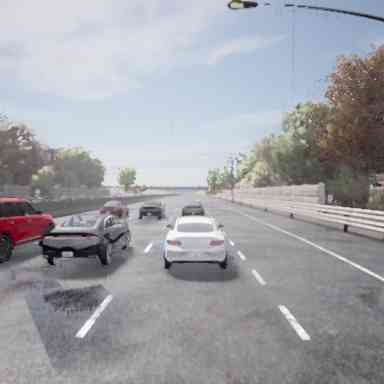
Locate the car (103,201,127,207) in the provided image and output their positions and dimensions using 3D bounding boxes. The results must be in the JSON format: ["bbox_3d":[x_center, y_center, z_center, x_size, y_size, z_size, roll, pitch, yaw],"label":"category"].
[{"bbox_3d":[-6.896,1.525,29.796,1.812,1.442,4.674,0,0,0],"label":"car"}]

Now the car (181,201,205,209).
[{"bbox_3d":[0.106,1.490,28.711,2.128,1.511,4.902,0,0,0],"label":"car"}]

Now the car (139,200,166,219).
[{"bbox_3d":[-3.395,1.504,28.787,1.837,1.490,4.892,0,0,0],"label":"car"}]

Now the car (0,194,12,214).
[{"bbox_3d":[-21.087,1.222,34.172,2.150,2.045,5.566,0,0,0],"label":"car"}]

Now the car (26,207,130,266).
[{"bbox_3d":[-3.398,1.488,11.513,2.128,1.511,4.902,0,0,0],"label":"car"}]

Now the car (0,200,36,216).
[{"bbox_3d":[-17.592,1.527,33.212,1.812,1.442,4.674,0,0,0],"label":"car"}]

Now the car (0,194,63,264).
[{"bbox_3d":[-6.898,1.218,11.892,2.150,2.045,5.566,0,0,0],"label":"car"}]

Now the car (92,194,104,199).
[{"bbox_3d":[-20.988,1.331,74.997,2.097,1.767,4.553,0,0,0],"label":"car"}]

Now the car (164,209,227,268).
[{"bbox_3d":[0.101,1.522,11.136,1.812,1.442,4.674,0,0,0],"label":"car"}]

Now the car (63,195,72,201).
[{"bbox_3d":[-27.988,1.510,74.134,2.128,1.511,4.902,0,0,0],"label":"car"}]

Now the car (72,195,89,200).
[{"bbox_3d":[-24.488,1.485,74.134,1.837,1.490,4.892,0,0,0],"label":"car"}]

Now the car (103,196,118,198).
[{"bbox_3d":[-17.488,1.524,74.133,2.033,1.411,5.357,0,0,0],"label":"car"}]
